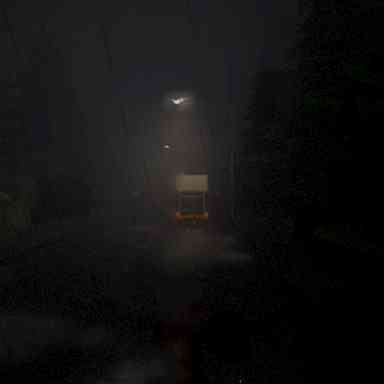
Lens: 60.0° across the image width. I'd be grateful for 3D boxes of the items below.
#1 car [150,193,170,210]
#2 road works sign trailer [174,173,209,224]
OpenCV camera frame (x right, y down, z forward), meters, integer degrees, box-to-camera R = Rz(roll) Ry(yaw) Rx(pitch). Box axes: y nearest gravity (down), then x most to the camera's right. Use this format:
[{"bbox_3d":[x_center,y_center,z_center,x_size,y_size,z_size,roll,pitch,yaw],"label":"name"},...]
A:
[{"bbox_3d":[-4.071,1.146,42.746,2.150,2.045,5.566,0,0,0],"label":"car"},{"bbox_3d":[0.009,0.420,24.255,2.380,3.560,2.880,0,0,0],"label":"road works sign trailer"}]
